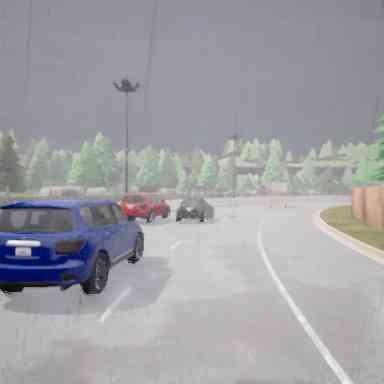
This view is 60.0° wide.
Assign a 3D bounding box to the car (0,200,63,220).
[{"bbox_3d":[-13.640,1.453,28.453,2.033,1.411,5.357,0,0,16],"label":"car"}]

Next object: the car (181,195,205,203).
[{"bbox_3d":[0.243,1.376,64.956,2.033,1.411,5.357,0,0,36],"label":"car"}]

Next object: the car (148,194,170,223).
[{"bbox_3d":[-3.456,1.150,25.138,2.150,2.045,5.566,0,0,15],"label":"car"}]

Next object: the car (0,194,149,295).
[{"bbox_3d":[-2.890,1.194,8.857,2.150,2.045,5.566,0,0,5],"label":"car"}]

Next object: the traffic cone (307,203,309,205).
[{"bbox_3d":[19.226,1.839,55.062,0.340,0.580,0.340,0,0,33],"label":"traffic cone"}]

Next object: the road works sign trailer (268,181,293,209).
[{"bbox_3d":[11.698,0.365,44.448,2.380,3.560,2.880,0,0,33],"label":"road works sign trailer"}]

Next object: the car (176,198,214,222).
[{"bbox_3d":[0.355,1.285,25.642,2.097,1.767,4.553,0,0,15],"label":"car"}]

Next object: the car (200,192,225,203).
[{"bbox_3d":[4.069,1.063,64.334,2.150,2.045,5.566,0,0,37],"label":"car"}]
